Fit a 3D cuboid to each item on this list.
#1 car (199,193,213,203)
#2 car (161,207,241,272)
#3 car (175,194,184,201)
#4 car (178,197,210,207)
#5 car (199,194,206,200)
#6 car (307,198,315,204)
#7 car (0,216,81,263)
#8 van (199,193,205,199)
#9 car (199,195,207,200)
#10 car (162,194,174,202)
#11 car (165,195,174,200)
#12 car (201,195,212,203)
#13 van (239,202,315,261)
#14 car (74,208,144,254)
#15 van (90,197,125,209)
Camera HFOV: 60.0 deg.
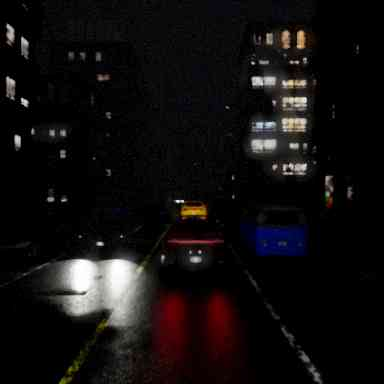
[{"bbox_3d":[2.787,1.265,60.973,1.967,1.590,4.097,0,0,0],"label":"car"},{"bbox_3d":[0.102,1.459,10.692,2.128,1.511,4.902,0,0,0],"label":"car"},{"bbox_3d":[-2.875,1.298,80.618,2.128,1.511,4.902,0,0,0],"label":"car"},{"bbox_3d":[0.131,1.402,25.378,1.882,1.535,5.008,0,-1,0],"label":"car"},{"bbox_3d":[2.830,1.335,88.645,1.802,1.307,4.206,0,0,0],"label":"car"},{"bbox_3d":[18.329,1.125,46.501,4.313,1.339,1.947,-1,1,0],"label":"car"},{"bbox_3d":[-5.671,1.546,11.823,1.802,1.307,4.206,0,0,0],"label":"car"},{"bbox_3d":[2.839,1.081,94.179,1.690,1.788,3.998,0,0,0],"label":"van"},{"bbox_3d":[2.821,1.349,83.111,1.802,1.307,4.206,0,0,0],"label":"car"},{"bbox_3d":[-5.577,1.346,72.056,2.008,1.369,4.403,0,0,0],"label":"car"},{"bbox_3d":[-5.559,1.333,83.125,1.947,1.339,4.313,0,0,0],"label":"car"},{"bbox_3d":[2.795,1.361,66.508,2.008,1.369,4.403,0,0,0],"label":"car"},{"bbox_3d":[2.710,1.305,11.805,1.690,1.788,3.998,0,0,0],"label":"van"},{"bbox_3d":[-3.075,1.524,13.070,1.994,1.385,4.181,0,0,0],"label":"car"},{"bbox_3d":[-5.765,1.272,23.091,1.690,1.788,3.998,0,0,0],"label":"van"}]
